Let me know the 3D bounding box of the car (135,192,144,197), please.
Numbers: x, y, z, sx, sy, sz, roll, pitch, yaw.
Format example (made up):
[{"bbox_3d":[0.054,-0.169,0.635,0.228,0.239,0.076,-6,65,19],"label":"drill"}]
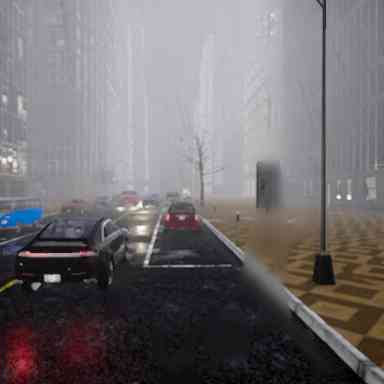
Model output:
[{"bbox_3d":[-14.252,0.592,90.946,2.008,1.369,4.403,1,1,-4],"label":"car"}]

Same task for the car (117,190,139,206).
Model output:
[{"bbox_3d":[-8.240,0.750,43.536,2.150,2.045,5.566,0,1,-4],"label":"car"}]

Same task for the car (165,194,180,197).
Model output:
[{"bbox_3d":[-1.917,1.222,34.764,1.802,1.307,4.206,1,1,-4],"label":"car"}]

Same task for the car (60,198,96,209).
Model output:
[{"bbox_3d":[-9.890,1.215,28.523,1.887,1.381,4.507,1,1,-4],"label":"car"}]

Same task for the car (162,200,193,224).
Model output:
[{"bbox_3d":[-1.057,1.321,23.420,1.947,1.339,4.313,1,1,-4],"label":"car"}]

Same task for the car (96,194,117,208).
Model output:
[{"bbox_3d":[-10.676,1.121,39.871,1.947,1.339,4.313,1,1,-4],"label":"car"}]

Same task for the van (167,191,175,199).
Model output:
[{"bbox_3d":[-4.695,0.579,74.485,1.690,1.788,3.998,1,1,-4],"label":"van"}]

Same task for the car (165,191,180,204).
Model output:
[{"bbox_3d":[-3.106,0.782,51.785,2.192,1.841,5.009,1,1,-4],"label":"car"}]

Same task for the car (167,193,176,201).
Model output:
[{"bbox_3d":[-3.915,0.876,63.306,1.752,1.417,4.829,1,1,-4],"label":"car"}]

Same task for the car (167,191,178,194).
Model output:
[{"bbox_3d":[-2.709,0.840,46.111,2.192,1.841,5.009,1,1,-4],"label":"car"}]

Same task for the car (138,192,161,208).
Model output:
[{"bbox_3d":[-4.932,1.068,40.040,2.128,1.511,4.902,0,1,-4],"label":"car"}]

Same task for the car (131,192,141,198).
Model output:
[{"bbox_3d":[-13.457,0.720,79.597,1.947,1.339,4.313,1,1,-4],"label":"car"}]

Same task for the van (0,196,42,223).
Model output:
[{"bbox_3d":[-9.205,1.126,17.165,1.690,1.788,3.998,1,1,-4],"label":"van"}]

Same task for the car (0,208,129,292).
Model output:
[{"bbox_3d":[-2.792,1.386,8.663,2.128,1.511,4.902,0,1,-4],"label":"car"}]

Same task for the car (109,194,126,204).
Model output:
[{"bbox_3d":[-11.470,1.006,51.222,1.947,1.339,4.313,1,1,-4],"label":"car"}]

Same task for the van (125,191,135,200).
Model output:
[{"bbox_3d":[-12.659,0.610,68.244,1.690,1.788,3.998,1,1,-4],"label":"van"}]

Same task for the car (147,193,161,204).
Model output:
[{"bbox_3d":[-5.688,0.951,50.204,1.882,1.535,5.008,0,1,-4],"label":"car"}]

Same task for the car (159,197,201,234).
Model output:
[{"bbox_3d":[-0.602,1.253,17.749,1.967,1.590,4.097,1,1,-4],"label":"car"}]
